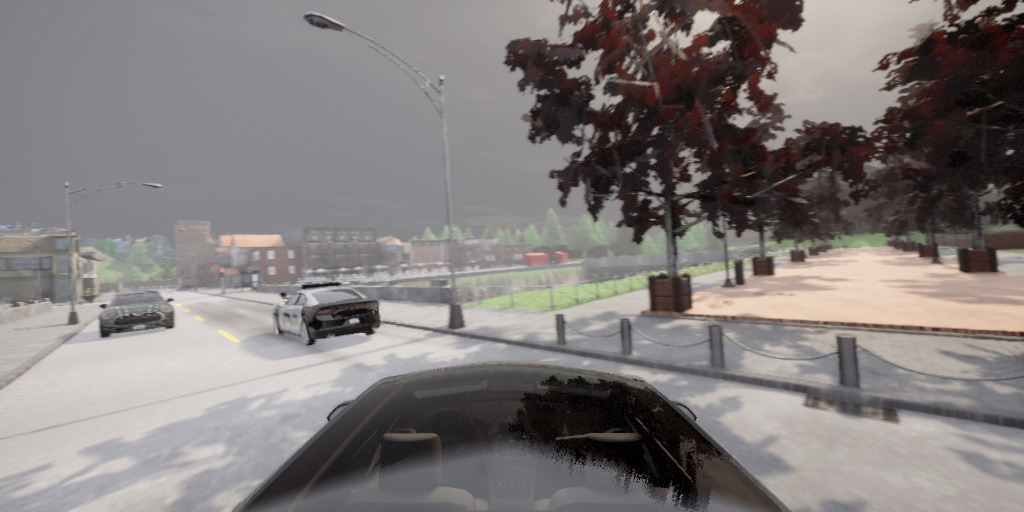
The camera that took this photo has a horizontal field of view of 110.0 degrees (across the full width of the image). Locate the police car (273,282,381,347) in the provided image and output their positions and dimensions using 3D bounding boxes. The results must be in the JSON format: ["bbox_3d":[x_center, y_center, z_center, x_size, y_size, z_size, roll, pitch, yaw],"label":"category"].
[{"bbox_3d":[-6.070,1.679,11.412,5.238,1.638,1.930,-4,-1,44],"label":"police car"}]

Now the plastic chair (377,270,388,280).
[{"bbox_3d":[-21.605,3.343,59.707,0.730,1.272,0.750,0,0,44],"label":"plastic chair"}]

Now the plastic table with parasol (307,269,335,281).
[{"bbox_3d":[-29.519,3.209,55.522,2.482,2.480,2.482,0,0,44],"label":"plastic table with parasol"}]

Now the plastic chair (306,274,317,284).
[{"bbox_3d":[-30.504,3.868,54.709,0.750,1.272,0.730,0,0,44],"label":"plastic chair"}]

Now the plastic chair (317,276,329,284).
[{"bbox_3d":[-28.737,3.751,54.521,0.730,1.272,0.750,0,0,44],"label":"plastic chair"}]

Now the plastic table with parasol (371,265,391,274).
[{"bbox_3d":[-22.500,2.809,60.721,2.482,2.480,2.482,0,0,44],"label":"plastic table with parasol"}]

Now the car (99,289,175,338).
[{"bbox_3d":[-16.096,2.310,15.470,4.553,1.767,2.097,-5,-1,44],"label":"car"}]

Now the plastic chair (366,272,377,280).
[{"bbox_3d":[-23.371,3.461,59.896,0.750,1.272,0.730,0,0,44],"label":"plastic chair"}]
